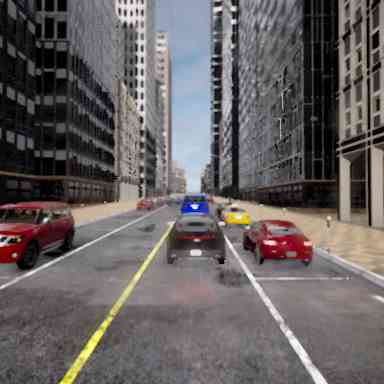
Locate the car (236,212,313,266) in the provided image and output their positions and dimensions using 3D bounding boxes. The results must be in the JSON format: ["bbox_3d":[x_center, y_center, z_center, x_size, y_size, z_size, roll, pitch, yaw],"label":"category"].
[{"bbox_3d":[2.778,1.574,11.321,1.802,1.307,4.206,1,0,0],"label":"car"}]

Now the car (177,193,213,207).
[{"bbox_3d":[0.251,1.199,26.428,2.150,2.045,5.566,0,0,1],"label":"car"}]

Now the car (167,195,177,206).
[{"bbox_3d":[-2.702,1.513,51.539,1.994,1.385,4.181,0,0,1],"label":"car"}]

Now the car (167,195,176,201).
[{"bbox_3d":[-5.071,1.471,83.796,2.008,1.369,4.403,1,0,0],"label":"car"}]

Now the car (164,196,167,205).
[{"bbox_3d":[-5.315,1.493,50.346,1.887,1.381,4.507,1,0,0],"label":"car"}]

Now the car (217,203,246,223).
[{"bbox_3d":[2.863,1.507,22.647,1.752,1.417,4.829,1,0,0],"label":"car"}]

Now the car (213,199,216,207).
[{"bbox_3d":[2.902,1.542,28.054,1.947,1.339,4.313,1,0,0],"label":"car"}]

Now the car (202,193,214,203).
[{"bbox_3d":[3.192,1.256,67.093,2.192,1.841,5.009,1,0,0],"label":"car"}]

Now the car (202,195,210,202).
[{"bbox_3d":[3.269,1.514,78.248,1.802,1.307,4.206,1,0,0],"label":"car"}]

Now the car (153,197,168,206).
[{"bbox_3d":[-5.274,1.494,55.921,2.008,1.369,4.403,1,0,0],"label":"car"}]

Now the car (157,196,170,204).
[{"bbox_3d":[-5.234,1.505,61.496,1.947,1.339,4.313,1,0,0],"label":"car"}]

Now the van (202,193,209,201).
[{"bbox_3d":[3.314,1.268,83.824,1.690,1.788,3.998,1,0,0],"label":"van"}]

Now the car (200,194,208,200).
[{"bbox_3d":[3.394,1.359,94.978,1.967,1.590,4.097,1,0,0],"label":"car"}]

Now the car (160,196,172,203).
[{"bbox_3d":[-5.193,1.479,67.071,1.887,1.381,4.507,1,0,0],"label":"car"}]

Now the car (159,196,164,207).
[{"bbox_3d":[-5.356,1.504,44.771,2.008,1.369,4.403,1,0,0],"label":"car"}]

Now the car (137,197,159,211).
[{"bbox_3d":[-5.397,1.503,39.196,1.887,1.381,4.507,1,0,0],"label":"car"}]

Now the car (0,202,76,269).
[{"bbox_3d":[-5.596,1.300,11.321,2.192,1.841,5.009,1,0,0],"label":"car"}]

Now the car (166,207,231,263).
[{"bbox_3d":[0.147,1.493,11.928,1.837,1.490,4.892,0,0,1],"label":"car"}]
